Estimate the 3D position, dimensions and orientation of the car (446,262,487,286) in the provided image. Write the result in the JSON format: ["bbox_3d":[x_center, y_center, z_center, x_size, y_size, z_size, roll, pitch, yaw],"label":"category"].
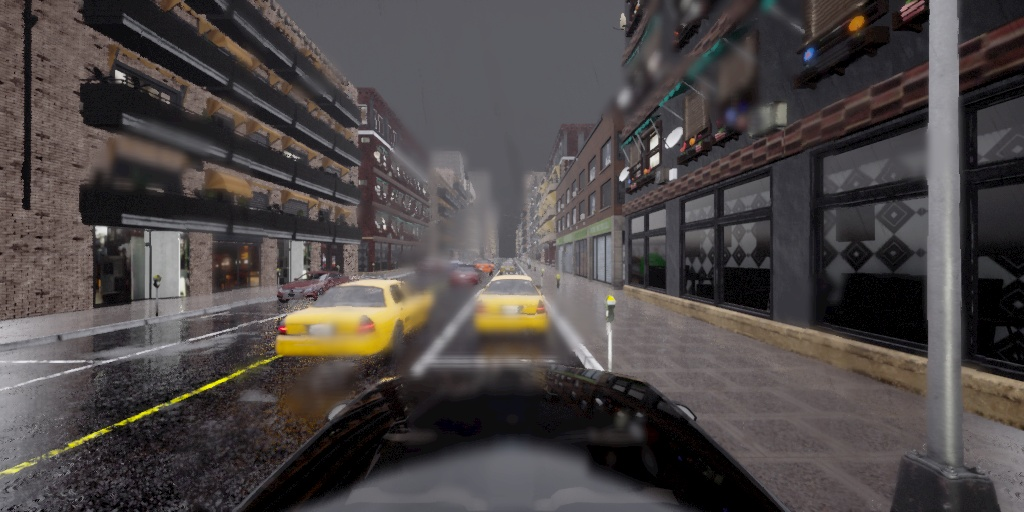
[{"bbox_3d":[-3.074,1.314,24.984,1.994,1.385,4.181,0,0,0],"label":"car"}]

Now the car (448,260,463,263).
[{"bbox_3d":[-6.219,1.275,41.068,1.812,1.442,4.674,0,0,0],"label":"car"}]

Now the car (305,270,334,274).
[{"bbox_3d":[-8.837,1.333,16.462,1.802,1.307,4.207,0,0,0],"label":"car"}]

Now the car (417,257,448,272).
[{"bbox_3d":[-8.837,1.064,39.007,2.192,1.841,5.009,0,0,0],"label":"car"}]

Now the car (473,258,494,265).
[{"bbox_3d":[-3.079,1.100,39.453,2.097,1.767,4.553,0,0,0],"label":"car"}]

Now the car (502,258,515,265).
[{"bbox_3d":[-0.456,1.275,39.173,1.751,1.417,4.829,0,0,0],"label":"car"}]

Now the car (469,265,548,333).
[{"bbox_3d":[0.005,1.207,10.689,1.801,1.575,5.366,0,0,0],"label":"car"}]

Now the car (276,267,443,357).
[{"bbox_3d":[-3.146,1.205,8.493,1.801,1.575,5.366,0,0,0],"label":"car"}]
